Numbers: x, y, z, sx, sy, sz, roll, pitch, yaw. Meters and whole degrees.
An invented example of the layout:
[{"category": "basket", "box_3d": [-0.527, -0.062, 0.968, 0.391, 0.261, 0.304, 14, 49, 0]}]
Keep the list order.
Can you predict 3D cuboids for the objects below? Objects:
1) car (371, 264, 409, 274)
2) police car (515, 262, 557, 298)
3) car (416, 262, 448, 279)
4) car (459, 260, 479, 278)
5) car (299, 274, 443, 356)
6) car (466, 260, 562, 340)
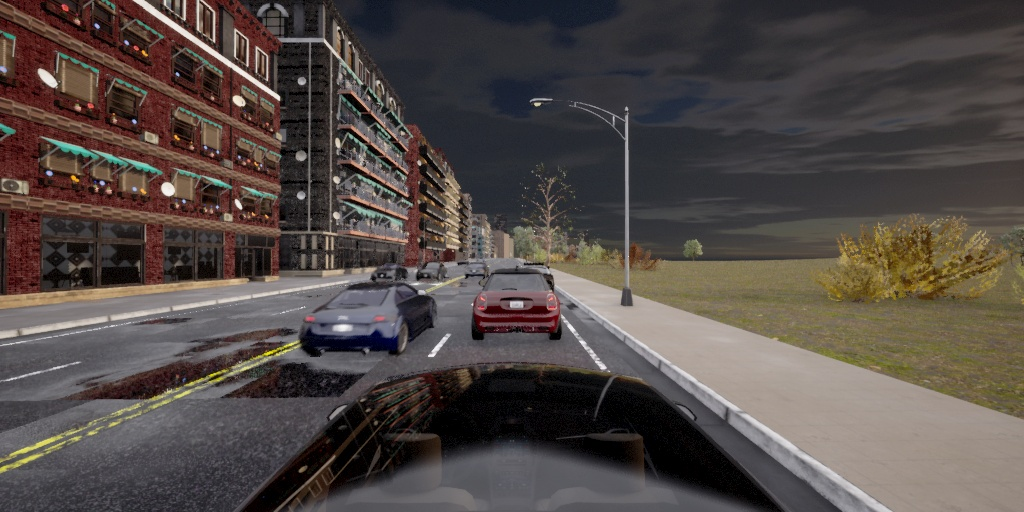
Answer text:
[{"category": "car", "box_3d": [-9.795, 1.316, 28.966, 1.994, 1.385, 4.181, 0, 0, 0]}, {"category": "police car", "box_3d": [1.173, 1.178, 19.622, 1.930, 1.638, 5.238, 0, 0, 0]}, {"category": "car", "box_3d": [-6.545, 1.257, 29.577, 1.837, 1.490, 4.892, 0, 0, 0]}, {"category": "car", "box_3d": [-3.085, 1.300, 32.449, 2.033, 1.411, 5.357, 0, 0, 1]}, {"category": "car", "box_3d": [-3.138, 1.315, 8.661, 1.994, 1.385, 4.181, 0, 0, 0]}, {"category": "car", "box_3d": [0.112, 1.103, 10.126, 2.097, 1.767, 4.553, 0, 0, 0]}]
